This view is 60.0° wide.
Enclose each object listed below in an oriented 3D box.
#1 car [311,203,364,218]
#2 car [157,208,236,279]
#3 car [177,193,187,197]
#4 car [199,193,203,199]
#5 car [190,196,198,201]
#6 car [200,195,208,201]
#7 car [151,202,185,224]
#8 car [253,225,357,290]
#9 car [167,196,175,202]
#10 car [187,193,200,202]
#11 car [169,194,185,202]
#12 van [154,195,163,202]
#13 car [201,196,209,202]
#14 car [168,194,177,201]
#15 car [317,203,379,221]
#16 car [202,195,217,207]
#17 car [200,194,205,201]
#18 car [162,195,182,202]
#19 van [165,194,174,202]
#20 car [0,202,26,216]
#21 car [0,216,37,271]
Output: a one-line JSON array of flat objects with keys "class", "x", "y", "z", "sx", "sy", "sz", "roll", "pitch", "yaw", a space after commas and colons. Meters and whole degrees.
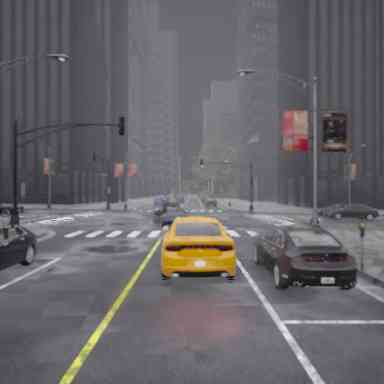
[{"class": "car", "x": 14.903, "y": 1.884, "z": 34.320, "sx": 4.674, "sy": 1.442, "sz": 1.812, "roll": 1, "pitch": 0, "yaw": 2}, {"class": "car", "x": 0.120, "y": 1.491, "z": 10.125, "sx": 1.882, "sy": 1.535, "sz": 5.008, "roll": 0, "pitch": 0, "yaw": -2}, {"class": "car", "x": -2.659, "y": 1.332, "z": 68.957, "sx": 2.150, "sy": 2.045, "sz": 5.566, "roll": 0, "pitch": 0, "yaw": 1}, {"class": "car", "x": 3.094, "y": 1.420, "z": 67.661, "sx": 2.192, "sy": 1.841, "sz": 5.009, "roll": 0, "pitch": 0, "yaw": 1}, {"class": "car", "x": 0.521, "y": 1.684, "z": 89.065, "sx": 2.033, "sy": 1.411, "sz": 5.357, "roll": 0, "pitch": 0, "yaw": 1}, {"class": "car", "x": 3.290, "y": 1.585, "z": 89.713, "sx": 1.967, "sy": 1.590, "sz": 4.097, "roll": 0, "pitch": 0, "yaw": 1}, {"class": "car", "x": -1.514, "y": 1.594, "z": 22.735, "sx": 1.994, "sy": 1.385, "sz": 4.181, "roll": 0, "pitch": 0, "yaw": -17}, {"class": "car", "x": 2.763, "y": 1.563, "z": 8.940, "sx": 2.008, "sy": 1.369, "sz": 4.403, "roll": 0, "pitch": 0, "yaw": 0}, {"class": "car", "x": -5.284, "y": 1.679, "z": 84.271, "sx": 1.887, "sy": 1.381, "sz": 4.507, "roll": 0, "pitch": 0, "yaw": 1}, {"class": "car", "x": 0.428, "y": 1.603, "z": 78.723, "sx": 1.882, "sy": 1.535, "sz": 5.008, "roll": 0, "pitch": 0, "yaw": 1}, {"class": "car", "x": -2.796, "y": 1.581, "z": 58.359, "sx": 2.128, "sy": 1.511, "sz": 4.902, "roll": 0, "pitch": 0, "yaw": 1}, {"class": "van", "x": -5.530, "y": 1.427, "z": 56.710, "sx": 1.690, "sy": 1.788, "sz": 3.998, "roll": 0, "pitch": 0, "yaw": 1}, {"class": "car", "x": 3.243, "y": 1.660, "z": 84.370, "sx": 1.752, "sy": 1.417, "sz": 4.829, "roll": 0, "pitch": 0, "yaw": 1}, {"class": "car", "x": -5.234, "y": 1.460, "z": 89.784, "sx": 2.192, "sy": 1.841, "sz": 5.009, "roll": 0, "pitch": 0, "yaw": 1}, {"class": "car", "x": 14.752, "y": 1.849, "z": 31.060, "sx": 4.892, "sy": 1.490, "sz": 1.837, "roll": 1, "pitch": 0, "yaw": 1}, {"class": "car", "x": 2.946, "y": 1.628, "z": 51.123, "sx": 2.008, "sy": 1.369, "sz": 4.403, "roll": 0, "pitch": 0, "yaw": 1}, {"class": "car", "x": 3.044, "y": 1.647, "z": 62.148, "sx": 2.008, "sy": 1.369, "sz": 4.403, "roll": 0, "pitch": 0, "yaw": 1}, {"class": "car", "x": -2.907, "y": 1.551, "z": 48.785, "sx": 1.882, "sy": 1.535, "sz": 5.008, "roll": 0, "pitch": 0, "yaw": 1}, {"class": "van", "x": -5.333, "y": 1.466, "z": 78.759, "sx": 1.690, "sy": 1.788, "sz": 3.998, "roll": 0, "pitch": 0, "yaw": 1}, {"class": "car", "x": -16.546, "y": 1.368, "z": 27.720, "sx": 4.718, "sy": 1.301, "sz": 1.895, "roll": 1, "pitch": 0, "yaw": 0}, {"class": "car", "x": -5.762, "y": 1.563, "z": 8.942, "sx": 2.008, "sy": 1.369, "sz": 4.403, "roll": 0, "pitch": 0, "yaw": 0}]
